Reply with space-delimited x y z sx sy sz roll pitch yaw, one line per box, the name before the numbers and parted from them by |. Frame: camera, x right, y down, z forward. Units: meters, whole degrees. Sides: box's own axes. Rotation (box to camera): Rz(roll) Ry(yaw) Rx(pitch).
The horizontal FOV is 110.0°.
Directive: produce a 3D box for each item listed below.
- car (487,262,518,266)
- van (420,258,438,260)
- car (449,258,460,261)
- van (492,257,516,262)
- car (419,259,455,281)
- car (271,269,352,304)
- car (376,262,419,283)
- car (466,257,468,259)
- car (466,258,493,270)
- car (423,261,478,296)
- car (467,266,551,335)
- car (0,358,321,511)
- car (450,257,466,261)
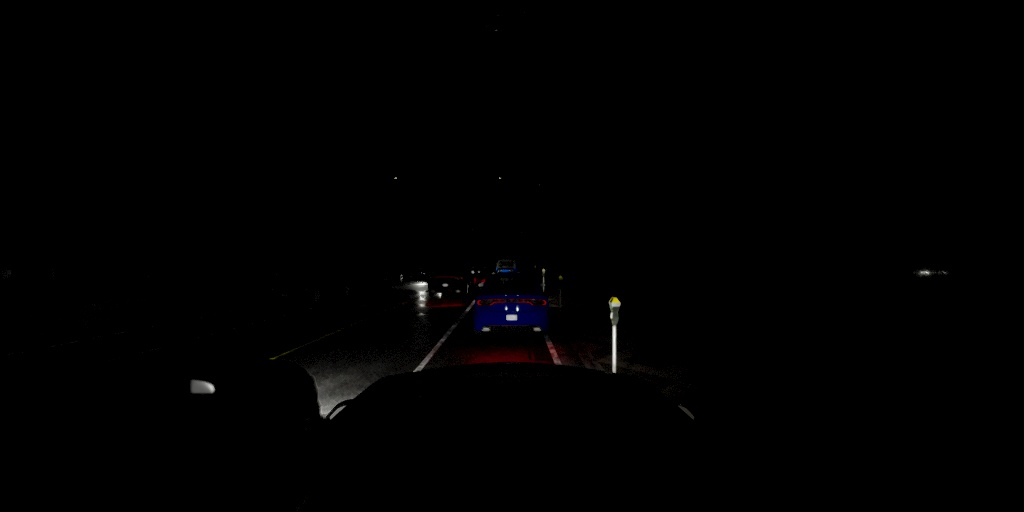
car | -0.383 1.280 22.119 1.751 1.417 4.829 0 0 0
van | -8.908 1.104 38.846 1.690 1.789 3.998 0 0 0
car | -8.908 1.335 50.119 1.948 1.339 4.313 0 0 0
van | -0.383 1.098 27.584 1.690 1.789 3.998 0 0 0
car | -6.243 1.263 29.815 1.837 1.490 4.892 0 0 0
car | -8.908 1.297 16.299 1.888 1.381 4.507 0 0 0
car | -8.908 1.323 27.572 1.948 1.339 4.313 0 0 0
car | -8.908 1.320 61.393 1.888 1.381 4.507 0 0 0
car | -3.049 1.253 35.643 2.128 1.511 4.902 0 0 0
car | -3.146 1.231 19.369 1.882 1.535 5.008 0 0 0
car | -0.006 1.228 10.500 1.882 1.535 5.008 0 0 0
car | -3.054 1.314 2.168 1.994 1.385 4.181 0 0 0
car | -8.908 1.086 55.755 2.192 1.841 5.009 0 0 0
